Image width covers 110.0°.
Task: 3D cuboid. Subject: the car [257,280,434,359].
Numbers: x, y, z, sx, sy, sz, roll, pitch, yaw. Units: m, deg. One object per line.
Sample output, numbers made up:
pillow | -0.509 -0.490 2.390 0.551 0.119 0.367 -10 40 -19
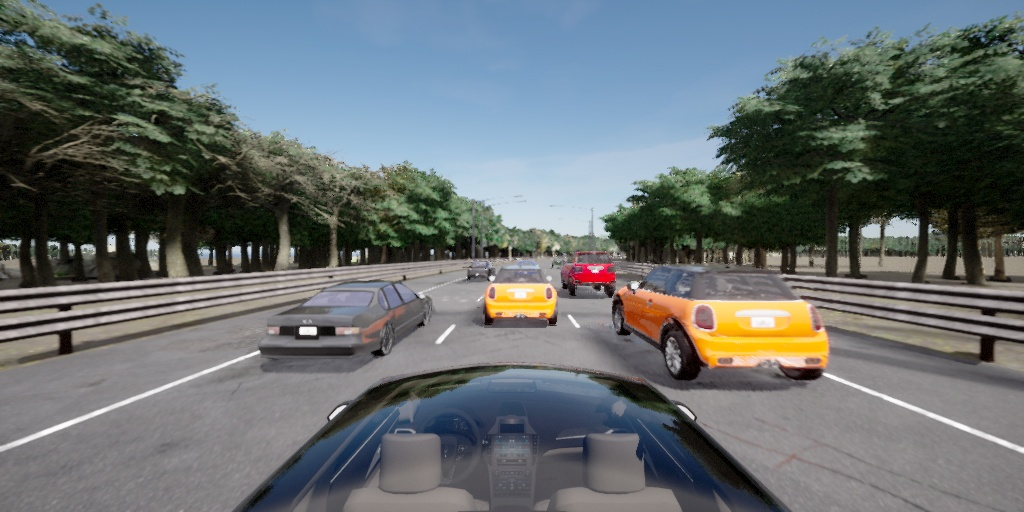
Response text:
car | -3.318 1.276 8.423 2.033 1.411 5.357 0 0 1

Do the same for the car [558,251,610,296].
car | 3.894 0.779 18.944 2.150 2.045 5.566 0 0 2

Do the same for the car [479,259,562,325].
car | 0.286 1.076 11.916 2.097 1.767 4.553 0 0 1

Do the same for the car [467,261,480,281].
car | -2.397 1.164 28.997 2.128 1.511 4.902 0 0 4

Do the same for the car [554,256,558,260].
car | 7.018 0.810 53.964 2.097 1.767 4.553 0 0 7

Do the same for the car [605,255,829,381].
car | 3.536 0.940 7.147 2.097 1.767 4.553 0 0 1
